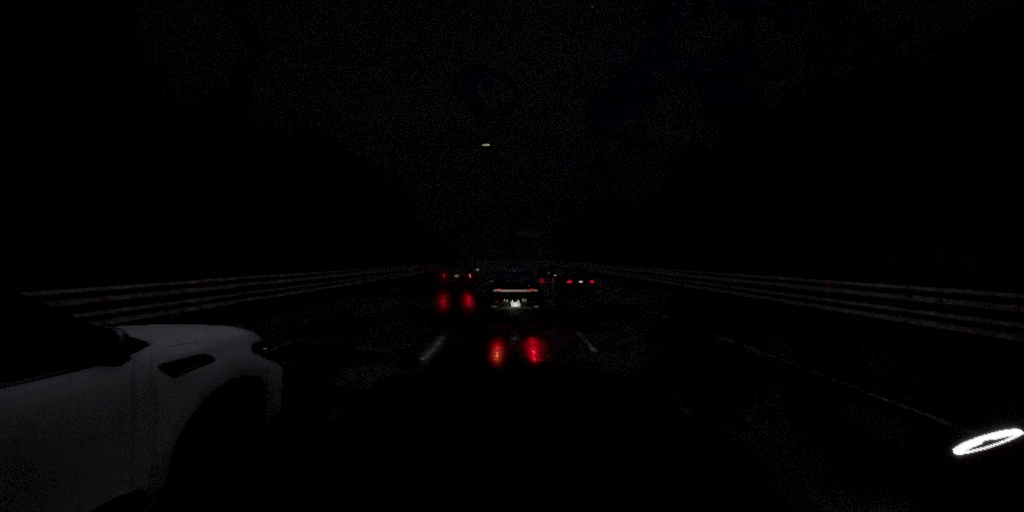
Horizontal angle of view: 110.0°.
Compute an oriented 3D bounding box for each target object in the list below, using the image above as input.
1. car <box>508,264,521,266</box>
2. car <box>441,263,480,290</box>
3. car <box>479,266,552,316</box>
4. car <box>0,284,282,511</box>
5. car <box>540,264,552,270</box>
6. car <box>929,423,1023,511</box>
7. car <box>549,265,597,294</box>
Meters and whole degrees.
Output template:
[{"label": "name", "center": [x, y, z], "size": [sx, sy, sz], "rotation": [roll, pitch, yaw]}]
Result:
[{"label": "car", "center": [0.234, 1.543, 36.040], "size": [2.033, 1.411, 5.357], "rotation": [0, 0, 0]}, {"label": "car", "center": [-3.318, 1.265, 23.983], "size": [2.097, 1.767, 4.553], "rotation": [0, 0, 1]}, {"label": "car", "center": [0.128, 1.329, 13.768], "size": [2.128, 1.511, 4.902], "rotation": [0, 0, 0]}, {"label": "car", "center": [-3.405, 0.966, 1.243], "size": [2.150, 2.045, 5.566], "rotation": [0, -1, 0]}, {"label": "car", "center": [3.746, 1.543, 38.991], "size": [1.812, 1.442, 4.674], "rotation": [0, 0, 0]}, {"label": "car", "center": [3.592, 1.092, 0.248], "size": [2.097, 1.767, 4.553], "rotation": [0, 0, 0]}, {"label": "car", "center": [3.676, 1.440, 21.514], "size": [2.033, 1.411, 5.357], "rotation": [0, 0, 0]}]
